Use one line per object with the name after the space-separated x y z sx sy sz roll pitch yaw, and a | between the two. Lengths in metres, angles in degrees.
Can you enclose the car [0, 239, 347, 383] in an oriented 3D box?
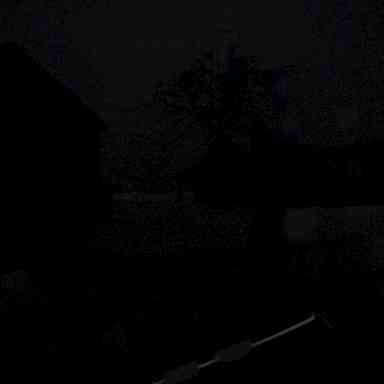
-0.908 1.351 2.426 4.553 1.767 2.097 0 0 -35 | car
